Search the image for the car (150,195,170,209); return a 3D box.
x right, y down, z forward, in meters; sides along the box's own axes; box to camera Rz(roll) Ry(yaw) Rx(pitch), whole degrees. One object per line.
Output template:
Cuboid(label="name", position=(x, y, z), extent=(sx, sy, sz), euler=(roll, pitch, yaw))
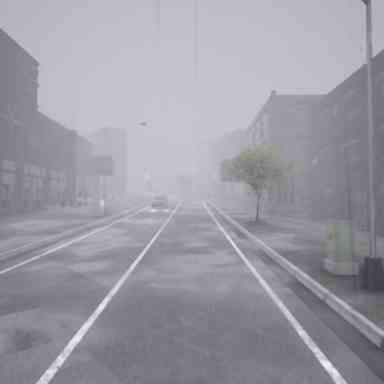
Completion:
Cuboid(label="car", position=(-3.621, 1.132, 38.586), extent=(1.837, 1.490, 4.892), euler=(0, 1, 0))

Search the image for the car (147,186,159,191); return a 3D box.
Cuboid(label="car", position=(-9.331, -0.562, 78.906), extent=(1.812, 1.442, 4.674), euler=(1, 2, -28))
